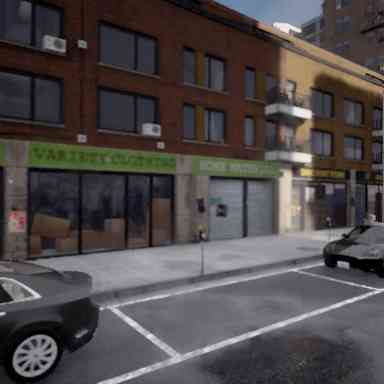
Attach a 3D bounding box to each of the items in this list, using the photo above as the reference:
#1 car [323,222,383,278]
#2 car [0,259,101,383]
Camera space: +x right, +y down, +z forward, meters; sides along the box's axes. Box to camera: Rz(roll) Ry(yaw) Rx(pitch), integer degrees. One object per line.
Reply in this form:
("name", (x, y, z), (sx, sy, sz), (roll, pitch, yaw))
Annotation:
("car", (5.944, 1.647, 10.424), (4.313, 1.339, 1.947), (1, 0, -35))
("car", (-3.309, 1.547, 3.828), (4.403, 1.369, 2.008), (1, 0, -35))
